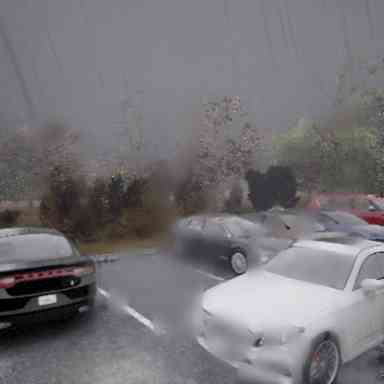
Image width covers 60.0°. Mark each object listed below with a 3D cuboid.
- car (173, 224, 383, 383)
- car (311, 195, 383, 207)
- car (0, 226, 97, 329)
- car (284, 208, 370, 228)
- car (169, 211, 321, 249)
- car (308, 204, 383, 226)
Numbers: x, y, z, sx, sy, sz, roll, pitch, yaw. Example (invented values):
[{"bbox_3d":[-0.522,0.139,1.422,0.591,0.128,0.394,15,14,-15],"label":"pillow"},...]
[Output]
[{"bbox_3d":[2.204,1.500,5.246,4.674,1.442,1.812,0,0,-35],"label":"car"},{"bbox_3d":[7.930,1.148,15.169,2.435,2.045,5.566,0,0,-35],"label":"car"},{"bbox_3d":[-3.601,1.471,7.024,2.097,1.535,5.008,0,0,-35],"label":"car"},{"bbox_3d":[3.324,1.458,11.903,2.163,1.488,4.792,0,0,-35],"label":"car"},{"bbox_3d":[1.102,1.443,10.372,2.231,1.521,4.892,0,0,-35],"label":"car"},{"bbox_3d":[5.628,1.444,13.536,2.163,1.488,4.792,0,0,-35],"label":"car"}]
